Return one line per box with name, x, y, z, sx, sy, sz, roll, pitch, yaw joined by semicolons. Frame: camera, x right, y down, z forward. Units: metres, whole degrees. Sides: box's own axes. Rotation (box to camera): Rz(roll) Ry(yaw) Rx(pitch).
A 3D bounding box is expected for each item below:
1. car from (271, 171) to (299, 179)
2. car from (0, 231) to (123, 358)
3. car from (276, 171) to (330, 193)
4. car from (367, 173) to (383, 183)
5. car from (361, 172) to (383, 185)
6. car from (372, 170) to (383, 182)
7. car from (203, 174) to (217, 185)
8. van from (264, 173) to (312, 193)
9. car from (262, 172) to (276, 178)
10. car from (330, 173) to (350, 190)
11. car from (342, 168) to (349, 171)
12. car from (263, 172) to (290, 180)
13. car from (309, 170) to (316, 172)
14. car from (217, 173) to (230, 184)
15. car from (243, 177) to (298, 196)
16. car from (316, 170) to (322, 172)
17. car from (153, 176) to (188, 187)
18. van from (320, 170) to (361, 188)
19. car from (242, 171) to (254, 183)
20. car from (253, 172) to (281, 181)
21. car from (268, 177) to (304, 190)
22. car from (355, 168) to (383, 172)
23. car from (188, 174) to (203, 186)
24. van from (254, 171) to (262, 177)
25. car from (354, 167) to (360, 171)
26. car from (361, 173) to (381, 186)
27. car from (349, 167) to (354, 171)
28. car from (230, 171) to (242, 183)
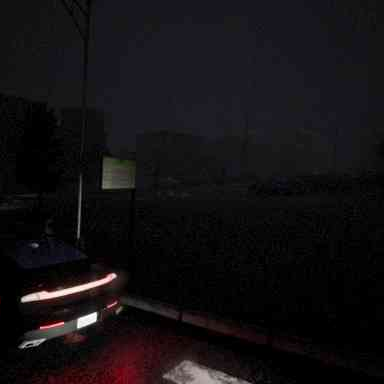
car;18.894;-3.420;67.737;5.008;1.535;2.097;2;5;30
car;-3.359;1.457;5.844;4.902;1.511;2.128;1;1;36
car;13.330;-1.040;40.626;5.566;2.045;2.435;4;7;31
car;32.097;-2.294;55.645;4.892;1.521;2.231;4;7;30
car;27.455;-1.883;51.835;4.792;1.488;2.163;4;7;31
car;34.436;-2.735;57.512;5.566;2.045;2.435;4;7;30
car;0.964;-2.035;52.558;4.553;1.767;2.185;2;6;30
van;11.110;-0.820;38.702;4.442;1.987;1.878;4;7;31
car;12.329;-2.853;61.985;5.366;1.575;1.946;2;5;30
car;18.029;-1.289;44.362;4.553;1.767;2.185;4;7;31
car;34.655;-4.689;80.852;5.008;1.535;2.097;2;6;30
car;16.679;-3.201;65.835;4.792;1.488;2.163;2;5;30
car;23.395;-3.792;71.482;4.892;1.521;2.231;2;6;30
car;3.161;-2.072;54.506;4.792;1.488;2.163;2;6;30
car;8.658;-0.416;36.932;5.008;1.535;2.097;4;7;31
car;25.645;-3.980;73.362;5.008;1.535;2.097;2;6;30
car;-3.549;-1.492;48.781;4.674;1.452;2.002;2;5;29
van;20.505;-1.567;46.139;4.442;1.987;1.878;4;7;31
car;7.678;-2.480;58.300;5.008;1.535;2.097;2;5;30
car;14.404;-3.044;63.970;5.008;1.535;2.097;2;5;30
car;12.921;-1.267;45.924;1.812;1.442;4.674;-4;6;-34
car;29.795;-2.352;53.699;5.566;2.045;2.435;4;7;31
car;-1.277;-1.691;50.673;4.792;1.488;2.163;2;5;29
van;9.820;-2.896;60.227;4.442;1.987;1.878;2;6;30
car;39.004;-5.018;84.686;5.366;1.575;1.946;2;5;30
car;25.096;-1.723;49.955;4.892;1.521;2.231;4;7;31
car;36.901;-4.851;82.729;5.008;1.535;2.097;2;5;30
car;5.457;-2.414;56.364;4.553;1.767;2.185;2;6;30
